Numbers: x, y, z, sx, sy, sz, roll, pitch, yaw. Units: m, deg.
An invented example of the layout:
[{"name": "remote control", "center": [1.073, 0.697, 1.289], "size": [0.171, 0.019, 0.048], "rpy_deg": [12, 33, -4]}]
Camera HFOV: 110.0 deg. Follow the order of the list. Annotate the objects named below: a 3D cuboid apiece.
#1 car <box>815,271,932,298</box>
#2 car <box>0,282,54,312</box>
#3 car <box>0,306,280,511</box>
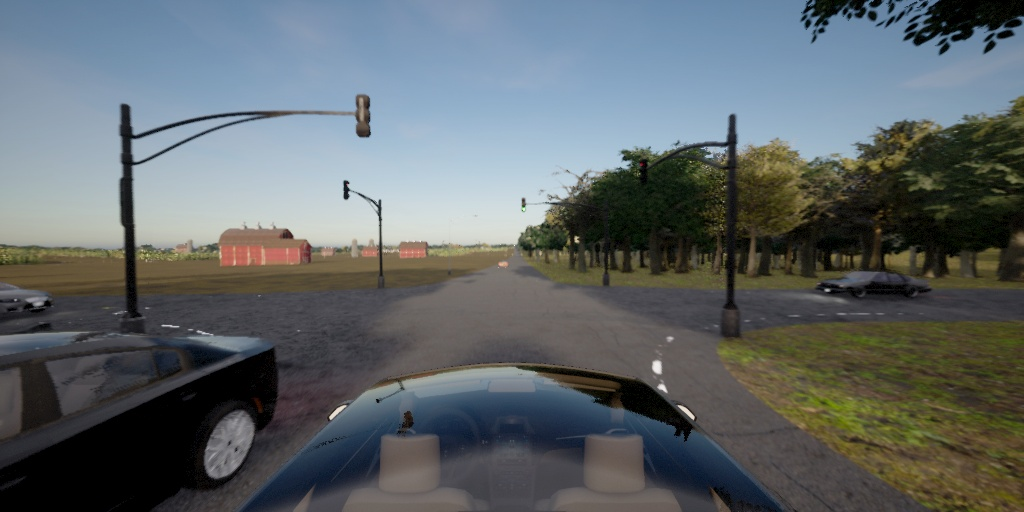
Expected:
[{"name": "car", "center": [20.421, 1.551, 20.315], "size": [5.357, 1.411, 2.033], "rpy_deg": [0, 1, -3]}, {"name": "car", "center": [-22.538, 1.809, 15.060], "size": [4.902, 1.511, 2.128], "rpy_deg": [-1, 2, -4]}, {"name": "car", "center": [-3.476, 1.251, 1.796], "size": [1.882, 1.535, 5.008], "rpy_deg": [0, -1, 1]}]
